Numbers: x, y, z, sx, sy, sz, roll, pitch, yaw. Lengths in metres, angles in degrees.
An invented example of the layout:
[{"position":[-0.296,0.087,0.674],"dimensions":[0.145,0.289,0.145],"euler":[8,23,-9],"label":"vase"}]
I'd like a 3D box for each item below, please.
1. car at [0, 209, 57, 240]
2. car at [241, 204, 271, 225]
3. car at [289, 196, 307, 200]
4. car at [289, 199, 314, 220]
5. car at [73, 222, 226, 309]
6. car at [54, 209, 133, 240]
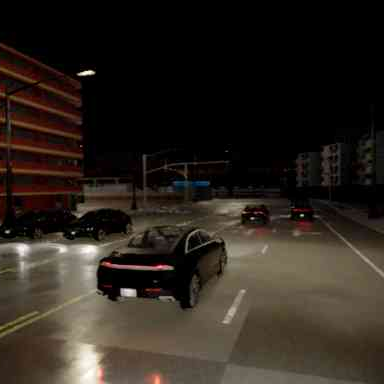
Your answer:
[{"position":[-8.394,1.752,18.728],"dimensions":[1.837,1.490,4.892],"euler":[-1,-1,17],"label":"car"},{"position":[5.059,1.709,26.207],"dimensions":[2.128,1.511,4.902],"euler":[-1,-1,17],"label":"car"},{"position":[13.161,1.443,40.805],"dimensions":[2.150,2.045,5.566],"euler":[-1,0,17],"label":"car"},{"position":[9.944,1.717,30.244],"dimensions":[1.837,1.490,4.892],"euler":[-1,0,17],"label":"car"},{"position":[-0.415,1.574,8.188],"dimensions":[2.128,1.511,4.902],"euler":[-1,-1,17],"label":"car"},{"position":[-4.930,1.720,18.091],"dimensions":[1.837,1.490,4.892],"euler":[-1,-1,17],"label":"car"}]
